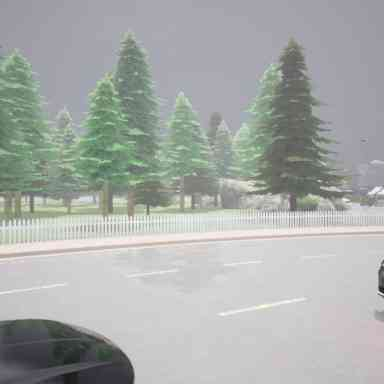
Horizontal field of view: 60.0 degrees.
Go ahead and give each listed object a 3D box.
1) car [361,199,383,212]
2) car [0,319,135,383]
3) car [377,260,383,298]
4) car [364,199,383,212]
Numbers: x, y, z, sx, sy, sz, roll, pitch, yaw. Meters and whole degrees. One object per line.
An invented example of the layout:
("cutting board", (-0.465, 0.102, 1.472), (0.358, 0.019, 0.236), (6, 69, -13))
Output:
("car", (23.111, 1.581, 41.123), (1.812, 1.442, 4.674), (0, 0, -3))
("car", (-2.678, 1.478, 1.653), (5.008, 1.535, 1.882), (0, 0, -36))
("car", (5.680, 1.492, 6.134), (4.902, 1.511, 2.128), (0, 0, -23))
("car", (19.910, 1.619, 36.072), (1.994, 1.385, 4.181), (0, 0, -3))
